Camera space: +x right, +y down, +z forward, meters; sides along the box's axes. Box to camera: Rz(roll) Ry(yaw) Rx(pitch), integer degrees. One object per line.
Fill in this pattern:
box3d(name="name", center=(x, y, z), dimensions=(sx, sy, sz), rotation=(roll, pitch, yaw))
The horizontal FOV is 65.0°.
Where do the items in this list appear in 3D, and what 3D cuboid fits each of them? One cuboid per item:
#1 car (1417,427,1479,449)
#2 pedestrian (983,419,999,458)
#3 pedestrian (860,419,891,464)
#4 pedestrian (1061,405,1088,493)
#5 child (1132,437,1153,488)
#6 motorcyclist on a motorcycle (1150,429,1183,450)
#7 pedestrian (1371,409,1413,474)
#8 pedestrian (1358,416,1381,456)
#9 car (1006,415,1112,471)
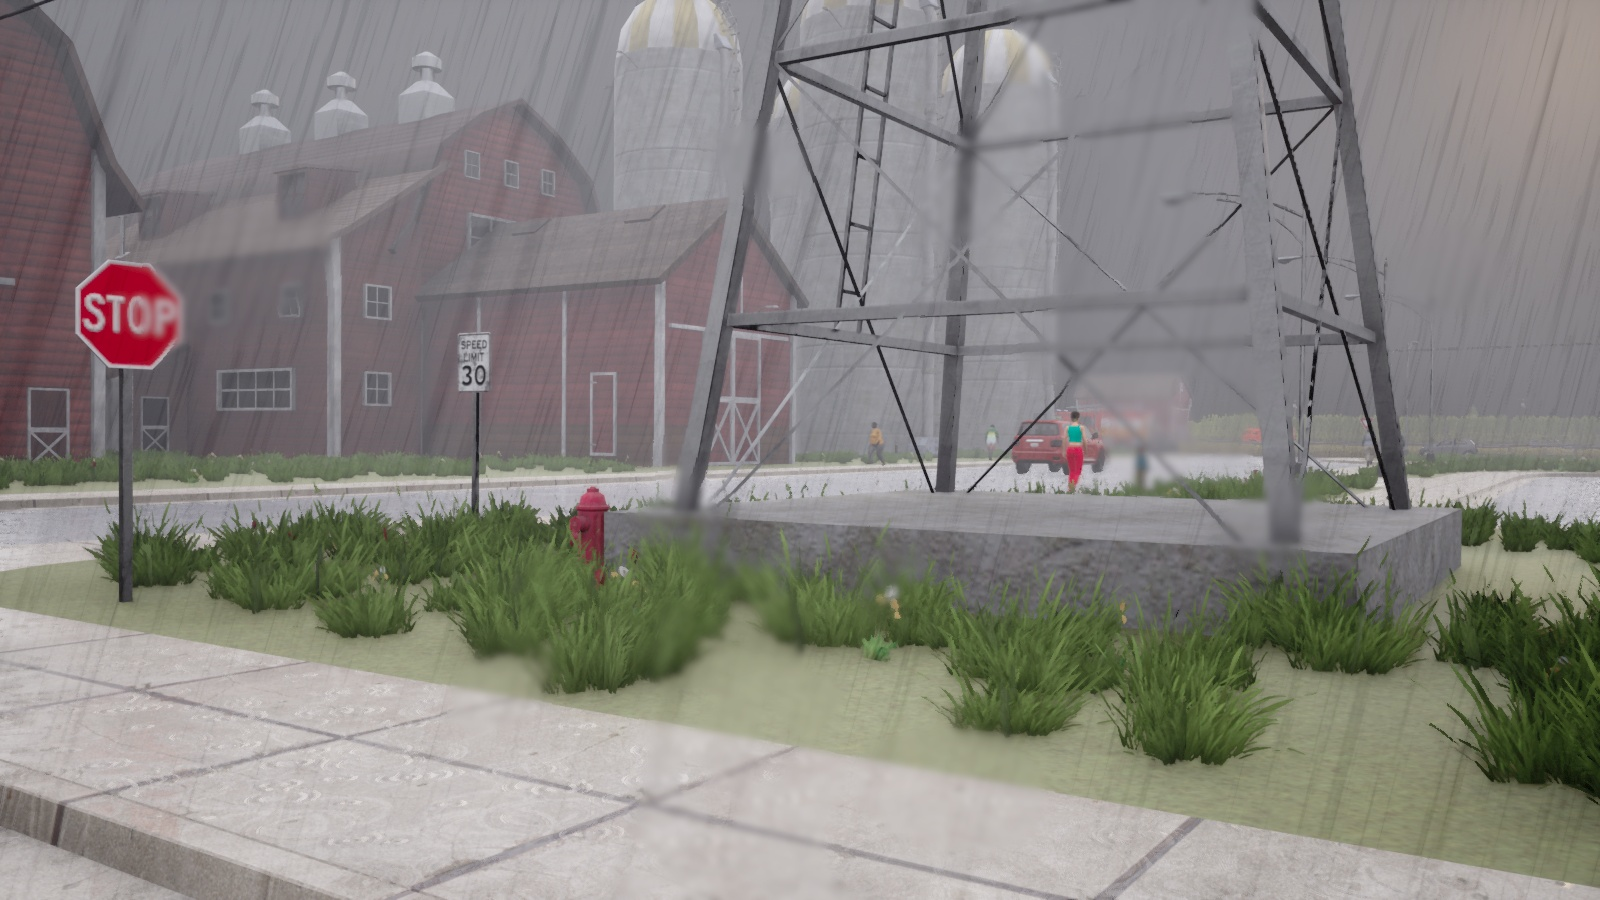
box3d(name="car", center=(44.769, -0.844, 86.729), dimensions=(3.633, 1.501, 1.845), rotation=(0, 1, 33))
box3d(name="pedestrian", center=(9.823, -0.588, 64.542), dimensions=(0.659, 1.952, 0.873), rotation=(0, 1, 21))
box3d(name="pedestrian", center=(3.104, -0.348, 51.750), dimensions=(0.900, 1.855, 0.874), rotation=(-1, 1, -40))
box3d(name="pedestrian", center=(5.822, -0.030, 26.635), dimensions=(0.345, 1.836, 0.594), rotation=(0, 1, 33))
box3d(name="child", center=(8.149, 0.285, 29.870), dimensions=(0.343, 1.192, 0.448), rotation=(0, 1, 33))
box3d(name="motorcyclist on a motorcycle", center=(27.407, -0.765, 93.994), dimensions=(2.191, 1.530, 0.866), rotation=(0, 1, 33))
box3d(name="pedestrian", center=(17.043, -0.252, 36.169), dimensions=(0.874, 1.855, 0.900), rotation=(0, 1, 11))
box3d(name="pedestrian", center=(26.639, -0.656, 58.696), dimensions=(0.874, 1.855, 0.900), rotation=(0, 1, 32))
box3d(name="car", center=(10.022, -0.298, 48.199), dimensions=(2.150, 2.045, 5.566), rotation=(0, 1, 33))
